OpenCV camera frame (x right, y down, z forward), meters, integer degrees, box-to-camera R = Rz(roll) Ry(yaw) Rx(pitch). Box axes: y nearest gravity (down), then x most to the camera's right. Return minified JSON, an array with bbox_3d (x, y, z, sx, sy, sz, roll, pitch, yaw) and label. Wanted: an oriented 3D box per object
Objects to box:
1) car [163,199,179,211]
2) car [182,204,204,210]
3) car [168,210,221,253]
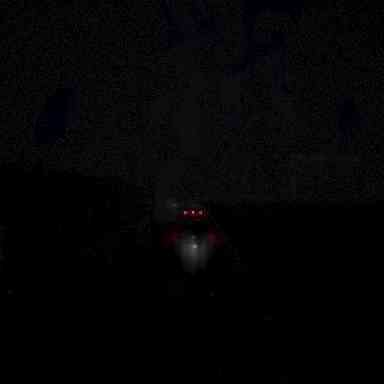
[{"bbox_3d":[-2.815,1.664,44.261,1.812,1.442,4.674,0,0,0],"label":"car"},{"bbox_3d":[0.095,1.686,28.816,1.895,1.301,4.718,0,0,0],"label":"car"},{"bbox_3d":[0.087,1.646,13.818,1.895,1.301,4.718,0,0,0],"label":"car"}]
